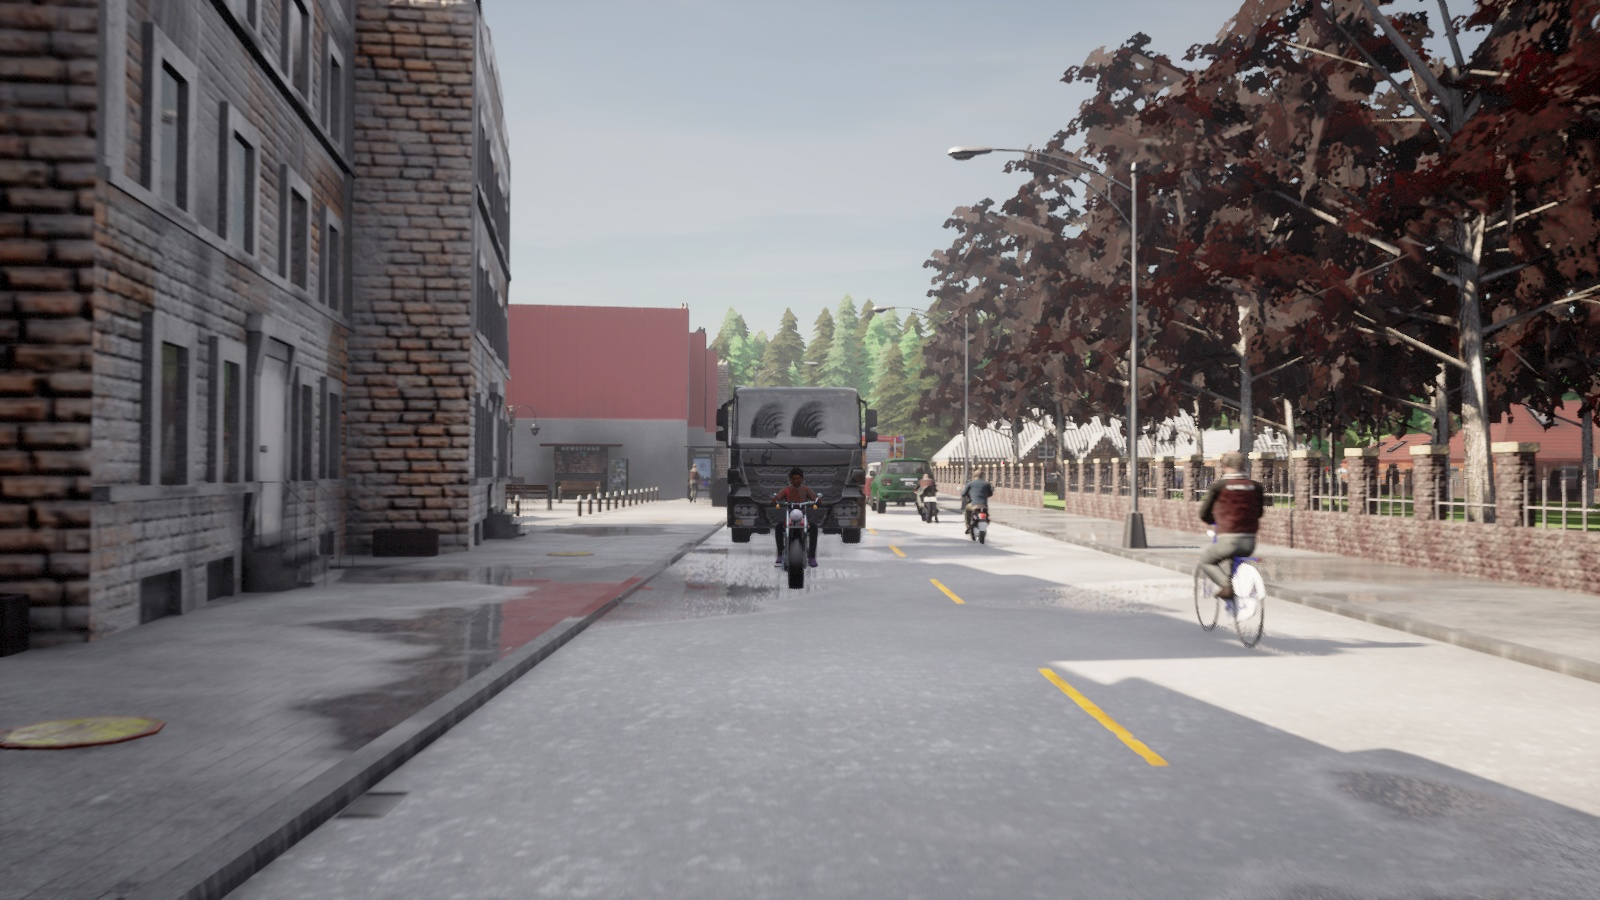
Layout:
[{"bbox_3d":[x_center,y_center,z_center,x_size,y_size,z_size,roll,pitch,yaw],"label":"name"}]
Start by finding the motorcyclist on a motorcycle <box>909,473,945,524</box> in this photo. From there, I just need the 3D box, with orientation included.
[{"bbox_3d":[3.908,1.483,38.760,0.866,1.530,2.191,0,-1,0],"label":"motorcyclist on a motorcycle"}]

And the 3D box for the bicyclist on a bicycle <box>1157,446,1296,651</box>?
[{"bbox_3d":[3.971,0.868,11.846,0.659,1.776,1.843,0,-1,0],"label":"bicyclist on a bicycle"}]

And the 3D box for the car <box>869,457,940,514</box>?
[{"bbox_3d":[3.900,1.318,47.784,2.150,2.045,5.566,0,-1,-1],"label":"car"}]

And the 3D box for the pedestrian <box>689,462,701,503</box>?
[{"bbox_3d":[-4.766,1.493,57.044,0.376,1.854,0.720,0,-1,7],"label":"pedestrian"}]

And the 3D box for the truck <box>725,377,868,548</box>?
[{"bbox_3d":[-0.076,0.327,29.484,2.891,3.462,7.936,0,-1,0],"label":"truck"}]

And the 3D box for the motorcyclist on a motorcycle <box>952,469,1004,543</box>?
[{"bbox_3d":[3.932,1.219,27.874,0.866,1.590,1.817,0,-1,0],"label":"motorcyclist on a motorcycle"}]

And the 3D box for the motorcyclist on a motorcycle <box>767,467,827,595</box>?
[{"bbox_3d":[-0.043,1.056,17.388,0.766,1.649,2.350,0,-1,0],"label":"motorcyclist on a motorcycle"}]

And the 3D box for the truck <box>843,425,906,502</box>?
[{"bbox_3d":[3.874,0.756,66.999,2.891,3.827,8.468,0,-1,0],"label":"truck"}]

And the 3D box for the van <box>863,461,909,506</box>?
[{"bbox_3d":[3.886,1.512,57.354,1.775,1.987,4.442,0,-1,0],"label":"van"}]
